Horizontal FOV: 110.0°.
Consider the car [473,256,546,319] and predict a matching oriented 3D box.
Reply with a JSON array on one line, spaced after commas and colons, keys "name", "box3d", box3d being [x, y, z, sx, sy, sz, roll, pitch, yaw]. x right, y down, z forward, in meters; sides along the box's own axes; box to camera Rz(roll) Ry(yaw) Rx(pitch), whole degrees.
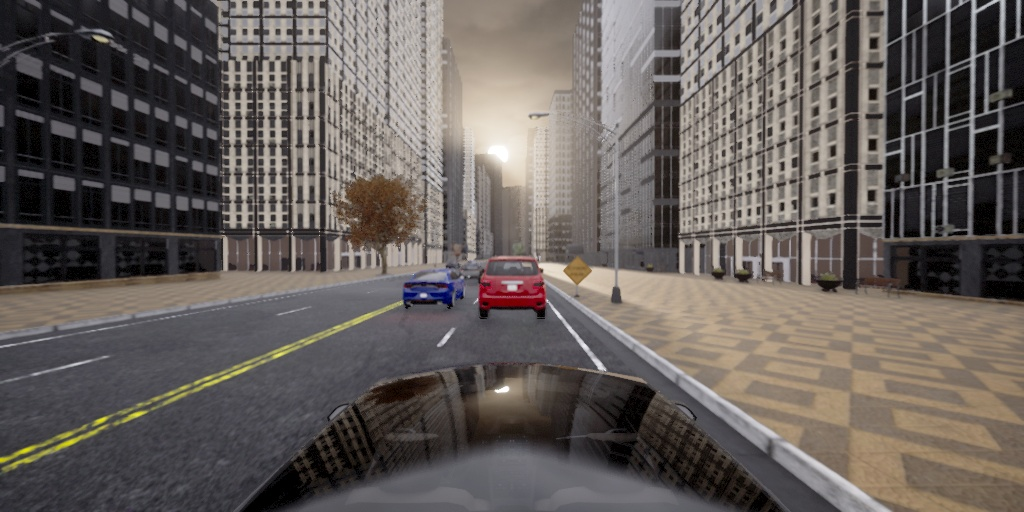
[{"name": "car", "box3d": [0.032, 1.025, 13.252, 2.150, 2.045, 5.566, 0, 0, 0]}]

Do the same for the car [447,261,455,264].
[{"name": "car", "box3d": [-9.824, 1.560, 59.560, 2.033, 1.411, 5.357, 0, 0, 1]}]

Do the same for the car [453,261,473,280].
[{"name": "car", "box3d": [-3.217, 1.367, 29.400, 2.128, 1.511, 4.902, 0, 0, 0]}]

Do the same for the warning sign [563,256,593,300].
[{"name": "warning sign", "box3d": [2.843, 0.929, 15.701, 1.300, 1.860, 1.060, 0, 0, 0]}]

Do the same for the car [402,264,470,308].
[{"name": "car", "box3d": [-3.201, 1.290, 15.522, 1.882, 1.535, 5.008, 0, 0, 0]}]

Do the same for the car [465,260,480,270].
[{"name": "car", "box3d": [-6.582, 1.490, 59.537, 1.882, 1.535, 5.008, 0, 0, 0]}]
